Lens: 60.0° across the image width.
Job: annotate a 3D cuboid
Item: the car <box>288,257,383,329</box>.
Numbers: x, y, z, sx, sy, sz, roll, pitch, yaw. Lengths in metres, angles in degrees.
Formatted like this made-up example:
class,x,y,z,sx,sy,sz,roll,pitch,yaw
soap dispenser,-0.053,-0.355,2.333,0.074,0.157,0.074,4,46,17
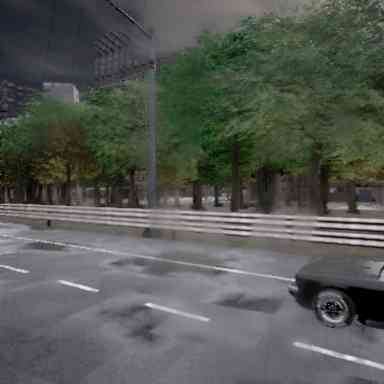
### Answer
class,x,y,z,sx,sy,sz,roll,pitch,yaw
car,4.063,1.602,5.271,4.718,1.301,1.895,0,0,35
